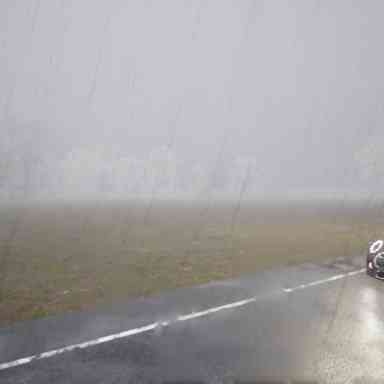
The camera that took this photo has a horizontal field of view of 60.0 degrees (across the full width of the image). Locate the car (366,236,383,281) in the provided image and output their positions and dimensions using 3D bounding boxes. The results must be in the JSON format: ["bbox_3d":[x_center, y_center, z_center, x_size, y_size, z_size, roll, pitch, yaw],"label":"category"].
[{"bbox_3d":[6.521,1.342,8.642,4.553,1.767,2.097,0,0,-35],"label":"car"}]
